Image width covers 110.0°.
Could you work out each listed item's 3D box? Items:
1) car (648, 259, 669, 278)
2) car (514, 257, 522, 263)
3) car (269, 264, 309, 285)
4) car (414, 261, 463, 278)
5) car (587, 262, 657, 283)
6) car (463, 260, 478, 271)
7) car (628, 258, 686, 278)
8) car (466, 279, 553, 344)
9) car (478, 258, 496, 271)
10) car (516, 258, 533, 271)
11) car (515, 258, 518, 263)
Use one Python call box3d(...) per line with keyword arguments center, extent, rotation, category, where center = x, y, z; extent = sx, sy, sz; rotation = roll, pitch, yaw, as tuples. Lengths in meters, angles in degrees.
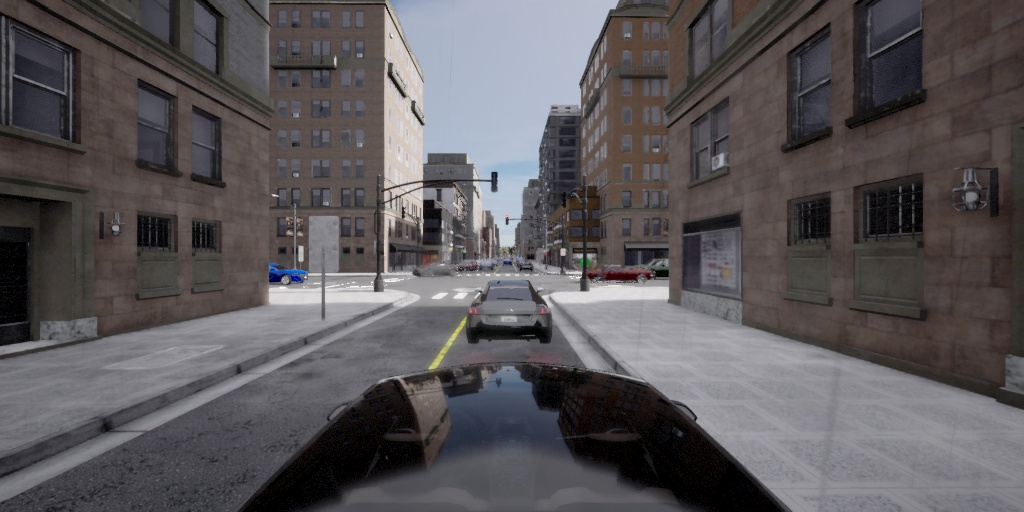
box3d(center=(12.729, 1.052, 30.076), extent=(4.553, 1.767, 2.097), rotation=(0, 0, -1), category="car")
box3d(center=(1.764, 1.395, 65.240), extent=(1.948, 1.339, 4.313), rotation=(0, 0, 0), category="car")
box3d(center=(-17.584, 1.291, 26.219), extent=(5.008, 1.535, 1.882), rotation=(0, 0, 1), category="car")
box3d(center=(-7.263, 1.340, 34.439), extent=(4.181, 1.385, 1.994), rotation=(0, 0, -39), category="car")
box3d(center=(7.843, 1.314, 26.574), extent=(4.718, 1.301, 1.895), rotation=(0, 0, 8), category="car")
box3d(center=(-6.125, 1.236, 48.643), extent=(1.967, 1.591, 4.097), rotation=(0, 0, 0), category="car")
box3d(center=(13.377, 1.056, 33.336), extent=(4.553, 1.767, 2.097), rotation=(0, 0, -1), category="car")
box3d(center=(-0.071, 1.315, 9.636), extent=(1.994, 1.385, 4.181), rotation=(0, 0, 0), category="car")
box3d(center=(-3.602, 1.326, 50.839), extent=(1.812, 1.442, 4.674), rotation=(0, 0, 0), category="car")
box3d(center=(1.899, 1.362, 48.708), extent=(1.948, 1.339, 4.313), rotation=(0, 0, 0), category="car")
box3d(center=(1.809, 1.399, 59.730), extent=(1.802, 1.307, 4.207), rotation=(0, 0, 0), category="car")
